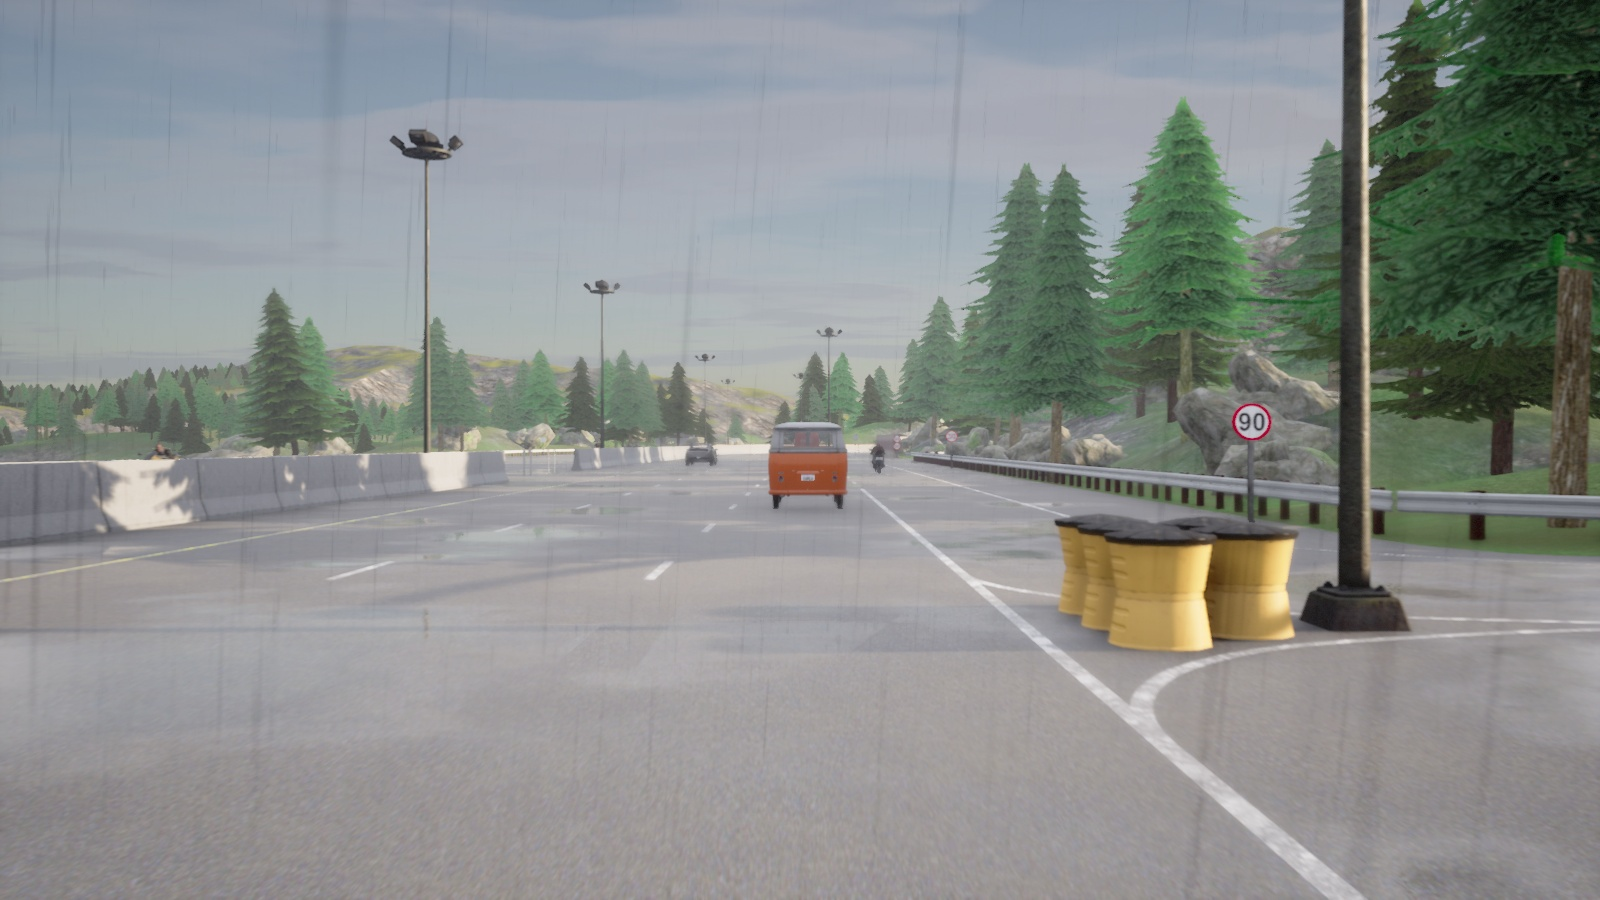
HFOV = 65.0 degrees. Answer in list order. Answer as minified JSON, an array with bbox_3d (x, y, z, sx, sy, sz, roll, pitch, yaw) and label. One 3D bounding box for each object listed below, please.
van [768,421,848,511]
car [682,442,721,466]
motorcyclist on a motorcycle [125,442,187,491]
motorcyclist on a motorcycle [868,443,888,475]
[{"bbox_3d":[0.189,0.331,30.032,1.775,1.987,4.442,0,0,0],"label":"van"},{"bbox_3d":[-6.504,0.230,83.296,2.128,1.511,4.902,0,0,0],"label":"car"},{"bbox_3d":[-20.751,0.537,40.524,0.866,1.530,2.191,0,-1,0],"label":"motorcyclist on a motorcycle"},{"bbox_3d":[3.874,0.434,62.247,0.866,1.530,2.191,0,0,0],"label":"motorcyclist on a motorcycle"}]
